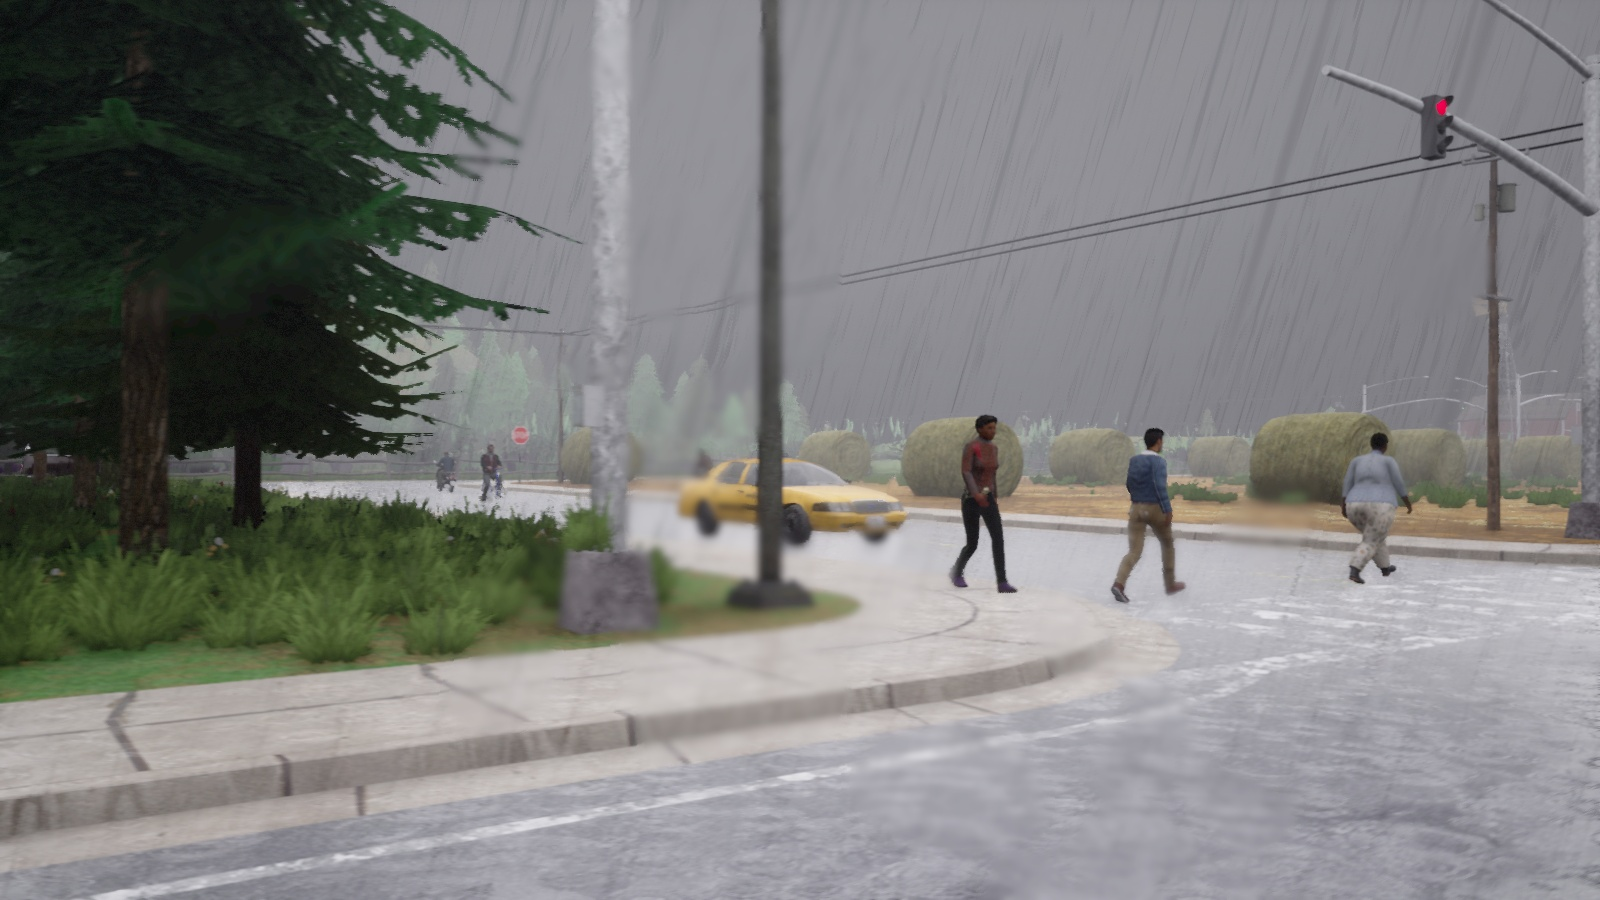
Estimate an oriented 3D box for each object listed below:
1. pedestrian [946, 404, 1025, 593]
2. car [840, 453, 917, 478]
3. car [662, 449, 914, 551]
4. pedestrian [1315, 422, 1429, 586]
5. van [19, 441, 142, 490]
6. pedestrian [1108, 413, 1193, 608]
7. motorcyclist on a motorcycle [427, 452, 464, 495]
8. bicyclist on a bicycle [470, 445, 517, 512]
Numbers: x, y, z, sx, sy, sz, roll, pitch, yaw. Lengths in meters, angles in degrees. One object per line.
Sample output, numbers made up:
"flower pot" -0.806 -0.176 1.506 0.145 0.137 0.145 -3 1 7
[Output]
"pedestrian" 1.832 0.467 12.476 0.328 1.805 0.869 0 0 -27
"car" 4.999 0.946 79.605 4.514 1.525 2.007 0 0 -31
"car" -0.388 0.785 22.234 1.801 1.575 5.366 0 0 -34
"pedestrian" 6.747 0.608 14.821 0.900 1.855 0.874 0 0 -33
"van" -30.788 0.665 53.863 4.480 2.038 2.069 0 0 -27
"pedestrian" 3.621 0.607 12.982 0.788 1.949 0.423 0 0 -32
"motorcyclist on a motorcycle" -13.648 0.897 48.334 0.866 1.590 1.817 0 1 -34
"bicyclist on a bicycle" -8.344 0.763 34.119 0.659 1.776 1.843 0 0 -34
